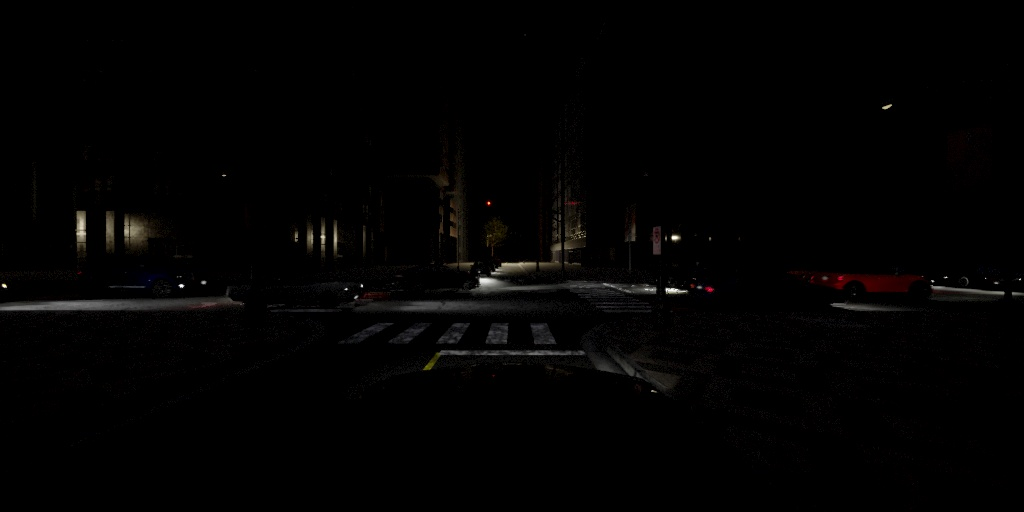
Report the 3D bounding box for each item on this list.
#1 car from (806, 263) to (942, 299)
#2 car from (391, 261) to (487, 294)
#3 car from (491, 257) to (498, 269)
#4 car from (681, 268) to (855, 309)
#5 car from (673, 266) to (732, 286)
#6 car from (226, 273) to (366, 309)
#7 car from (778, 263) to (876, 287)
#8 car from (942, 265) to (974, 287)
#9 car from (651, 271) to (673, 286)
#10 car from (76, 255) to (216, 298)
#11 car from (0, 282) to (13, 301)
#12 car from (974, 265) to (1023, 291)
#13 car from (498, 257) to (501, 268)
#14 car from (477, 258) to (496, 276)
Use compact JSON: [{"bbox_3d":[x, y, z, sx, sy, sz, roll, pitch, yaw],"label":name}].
[{"bbox_3d":[17.526,1.124,17.652,4.553,1.767,2.097,0,0,0],"label":"car"},{"bbox_3d":[-4.198,1.239,20.091,4.902,1.511,2.128,0,1,-31],"label":"car"},{"bbox_3d":[-3.103,1.254,46.061,1.837,1.490,4.892,0,0,0],"label":"car"},{"bbox_3d":[10.060,1.317,14.433,5.357,1.411,2.033,0,0,0],"label":"car"},{"bbox_3d":[12.184,1.324,21.125,4.181,1.385,1.994,0,0,0],"label":"car"},{"bbox_3d":[-8.525,1.352,14.512,4.718,1.301,1.895,0,0,0],"label":"car"},{"bbox_3d":[21.230,1.243,24.335,5.008,1.535,1.882,0,0,0],"label":"car"},{"bbox_3d":[31.161,1.327,24.287,5.357,1.411,2.033,0,0,1],"label":"car"},{"bbox_3d":[12.095,1.355,24.377,4.718,1.301,1.895,0,0,3],"label":"car"},{"bbox_3d":[-18.020,0.960,17.789,5.566,2.045,2.150,0,0,1],"label":"car"},{"bbox_3d":[-23.746,1.342,14.576,4.718,1.301,1.895,0,0,0],"label":"car"},{"bbox_3d":[30.762,1.310,21.040,4.674,1.442,1.812,0,0,0],"label":"car"},{"bbox_3d":[-3.115,1.313,56.046,1.994,1.385,4.181,0,0,0],"label":"car"},{"bbox_3d":[-3.085,1.241,36.106,2.128,1.511,4.902,0,0,0],"label":"car"}]
